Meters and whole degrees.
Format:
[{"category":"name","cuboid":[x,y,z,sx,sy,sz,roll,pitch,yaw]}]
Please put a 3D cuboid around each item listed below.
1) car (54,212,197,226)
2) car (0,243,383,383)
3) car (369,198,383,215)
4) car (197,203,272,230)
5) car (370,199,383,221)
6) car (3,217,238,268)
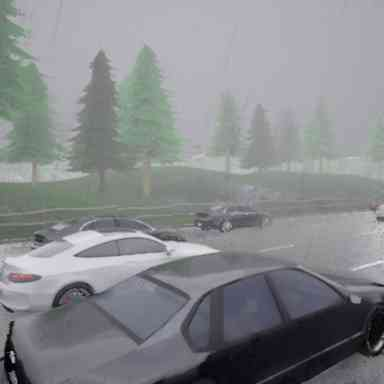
[{"category":"car","cuboid":[-2.445,1.463,10.624,4.892,1.490,1.837,-1,1,-35]},{"category":"car","cuboid":[0.603,1.517,4.180,5.357,1.411,2.033,-1,0,-36]},{"category":"car","cuboid":[17.782,1.245,29.381,4.718,1.301,1.895,-1,0,-36]},{"category":"car","cuboid":[2.357,1.368,18.348,4.892,1.490,1.837,-1,1,-36]},{"category":"car","cuboid":[14.169,1.248,22.492,4.674,1.442,1.812,-1,1,-36]},{"category":"car","cuboid":[-1.429,1.496,7.053,4.674,1.442,1.812,-1,1,-35]}]
